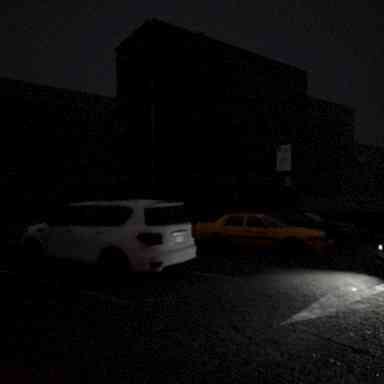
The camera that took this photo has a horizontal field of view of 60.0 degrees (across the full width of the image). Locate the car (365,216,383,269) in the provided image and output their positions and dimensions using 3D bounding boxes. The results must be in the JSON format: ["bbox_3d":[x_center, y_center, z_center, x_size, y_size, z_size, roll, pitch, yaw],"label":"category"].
[{"bbox_3d":[7.278,1.502,9.817,4.674,1.442,1.812,0,0,-36],"label":"car"}]

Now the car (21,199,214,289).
[{"bbox_3d":[-2.496,1.236,9.385,5.566,2.045,2.435,-1,0,34],"label":"car"}]

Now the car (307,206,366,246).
[{"bbox_3d":[4.821,1.505,14.685,4.674,1.452,2.002,-1,-1,34],"label":"car"}]

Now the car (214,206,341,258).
[{"bbox_3d":[2.547,1.467,12.810,5.366,1.575,1.946,-1,-1,34],"label":"car"}]

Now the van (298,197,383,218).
[{"bbox_3d":[7.152,1.234,16.508,4.442,1.987,1.878,-1,-1,34],"label":"van"}]
